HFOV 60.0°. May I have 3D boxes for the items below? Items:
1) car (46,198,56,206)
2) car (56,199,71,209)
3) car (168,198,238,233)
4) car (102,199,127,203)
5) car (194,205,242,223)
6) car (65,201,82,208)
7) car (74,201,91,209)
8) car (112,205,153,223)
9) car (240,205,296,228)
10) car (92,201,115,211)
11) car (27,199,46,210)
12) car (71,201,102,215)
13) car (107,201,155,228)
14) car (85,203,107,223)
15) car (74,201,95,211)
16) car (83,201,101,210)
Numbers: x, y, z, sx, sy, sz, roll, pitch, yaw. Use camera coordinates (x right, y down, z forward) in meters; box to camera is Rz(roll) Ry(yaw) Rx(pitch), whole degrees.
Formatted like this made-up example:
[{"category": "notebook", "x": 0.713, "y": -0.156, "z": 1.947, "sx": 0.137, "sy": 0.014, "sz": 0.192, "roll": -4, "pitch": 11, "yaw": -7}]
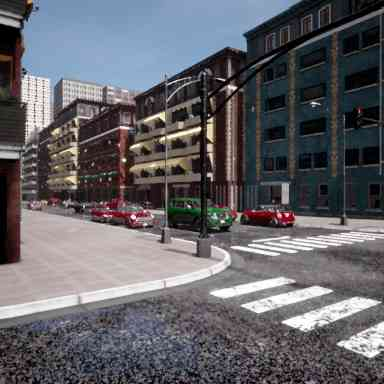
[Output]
[{"category": "car", "x": -32.722, "y": 2.328, "z": 78.710, "sx": 2.192, "sy": 1.841, "sz": 5.009, "roll": -1, "pitch": 0, "yaw": -35}, {"category": "car", "x": -22.348, "y": 2.347, "z": 59.512, "sx": 1.895, "sy": 1.301, "sz": 4.718, "roll": 0, "pitch": -1, "yaw": -35}, {"category": "car", "x": 0.294, "y": 1.424, "z": 21.874, "sx": 2.150, "sy": 2.045, "sz": 5.566, "roll": 0, "pitch": -1, "yaw": -33}, {"category": "car", "x": -10.528, "y": 1.855, "z": 46.835, "sx": 2.192, "sy": 1.841, "sz": 5.009, "roll": -1, "pitch": 0, "yaw": -35}, {"category": "car", "x": 2.161, "y": 1.849, "z": 28.623, "sx": 1.802, "sy": 1.307, "sz": 4.206, "roll": -1, "pitch": 0, "yaw": -35}, {"category": "car", "x": -23.206, "y": 2.377, "z": 65.048, "sx": 1.947, "sy": 1.339, "sz": 4.313, "roll": -1, "pitch": 0, "yaw": -35}, {"category": "car", "x": -20.036, "y": 2.326, "z": 60.495, "sx": 1.802, "sy": 1.307, "sz": 4.206, "roll": -1, "pitch": 0, "yaw": -35}, {"category": "car", "x": -5.492, "y": 1.928, "z": 30.152, "sx": 1.895, "sy": 1.301, "sz": 4.718, "roll": 0, "pitch": -1, "yaw": -35}, {"category": "car", "x": 5.333, "y": 1.639, "z": 24.072, "sx": 1.967, "sy": 1.590, "sz": 4.097, "roll": -1, "pitch": 0, "yaw": -35}, {"category": "car", "x": -13.695, "y": 2.159, "z": 51.387, "sx": 2.008, "sy": 1.369, "sz": 4.403, "roll": -1, "pitch": 0, "yaw": -35}, {"category": "car", "x": -26.493, "y": 2.171, "z": 55.975, "sx": 1.967, "sy": 1.590, "sz": 4.097, "roll": -1, "pitch": 0, "yaw": -35}, {"category": "car", "x": -13.129, "y": 2.056, "z": 41.153, "sx": 1.994, "sy": 1.385, "sz": 4.181, "roll": 0, "pitch": -1, "yaw": -35}, {"category": "car", "x": -4.299, "y": 1.694, "z": 24.099, "sx": 1.967, "sy": 1.590, "sz": 4.097, "roll": -1, "pitch": 0, "yaw": -35}, {"category": "car", "x": -7.468, "y": 1.904, "z": 28.653, "sx": 1.802, "sy": 1.307, "sz": 4.206, "roll": -1, "pitch": 0, "yaw": -35}, {"category": "car", "x": -16.654, "y": 2.150, "z": 51.338, "sx": 1.812, "sy": 1.442, "sz": 4.674, "roll": 0, "pitch": -1, "yaw": -35}, {"category": "car", "x": -16.865, "y": 2.258, "z": 55.941, "sx": 1.802, "sy": 1.307, "sz": 4.206, "roll": -1, "pitch": 0, "yaw": -35}]
